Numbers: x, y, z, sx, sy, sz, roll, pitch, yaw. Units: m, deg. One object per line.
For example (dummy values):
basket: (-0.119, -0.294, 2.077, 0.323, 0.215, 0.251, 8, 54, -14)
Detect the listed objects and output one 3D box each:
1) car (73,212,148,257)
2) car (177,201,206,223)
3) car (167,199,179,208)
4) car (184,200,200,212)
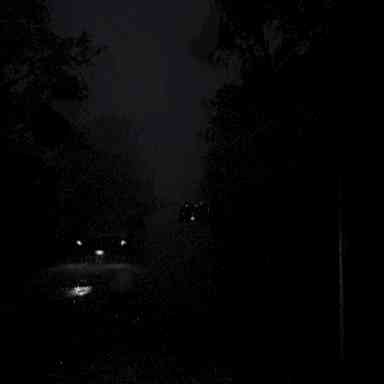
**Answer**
car: (-2.873, 1.494, 12.967, 2.033, 1.411, 5.357, 0, 0, 0)
car: (0.037, 1.577, 25.542, 1.895, 1.301, 4.718, 0, 0, 0)
car: (-3.070, 1.957, 56.755, 1.994, 1.385, 4.181, 0, -1, 0)
car: (-0.055, 1.736, 42.042, 1.895, 1.301, 4.718, 0, -1, 0)
